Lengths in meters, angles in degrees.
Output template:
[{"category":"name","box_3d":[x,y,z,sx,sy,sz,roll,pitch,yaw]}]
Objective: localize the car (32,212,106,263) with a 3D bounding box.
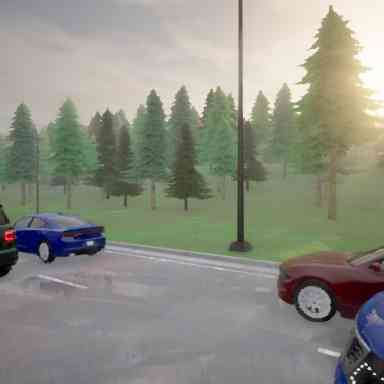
[{"category":"car","box_3d":[-5.259,1.478,12.029,5.008,1.535,1.882,0,0,35]}]

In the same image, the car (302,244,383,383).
[{"category":"car","box_3d":[3.624,1.223,1.435,5.566,2.045,2.150,0,0,36]}]

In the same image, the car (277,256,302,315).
[{"category":"car","box_3d":[3.928,1.478,5.472,5.008,1.535,1.882,0,0,36]}]

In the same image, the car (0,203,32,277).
[{"category":"car","box_3d":[-6.879,1.221,8.887,5.566,2.045,2.150,0,0,35]}]
